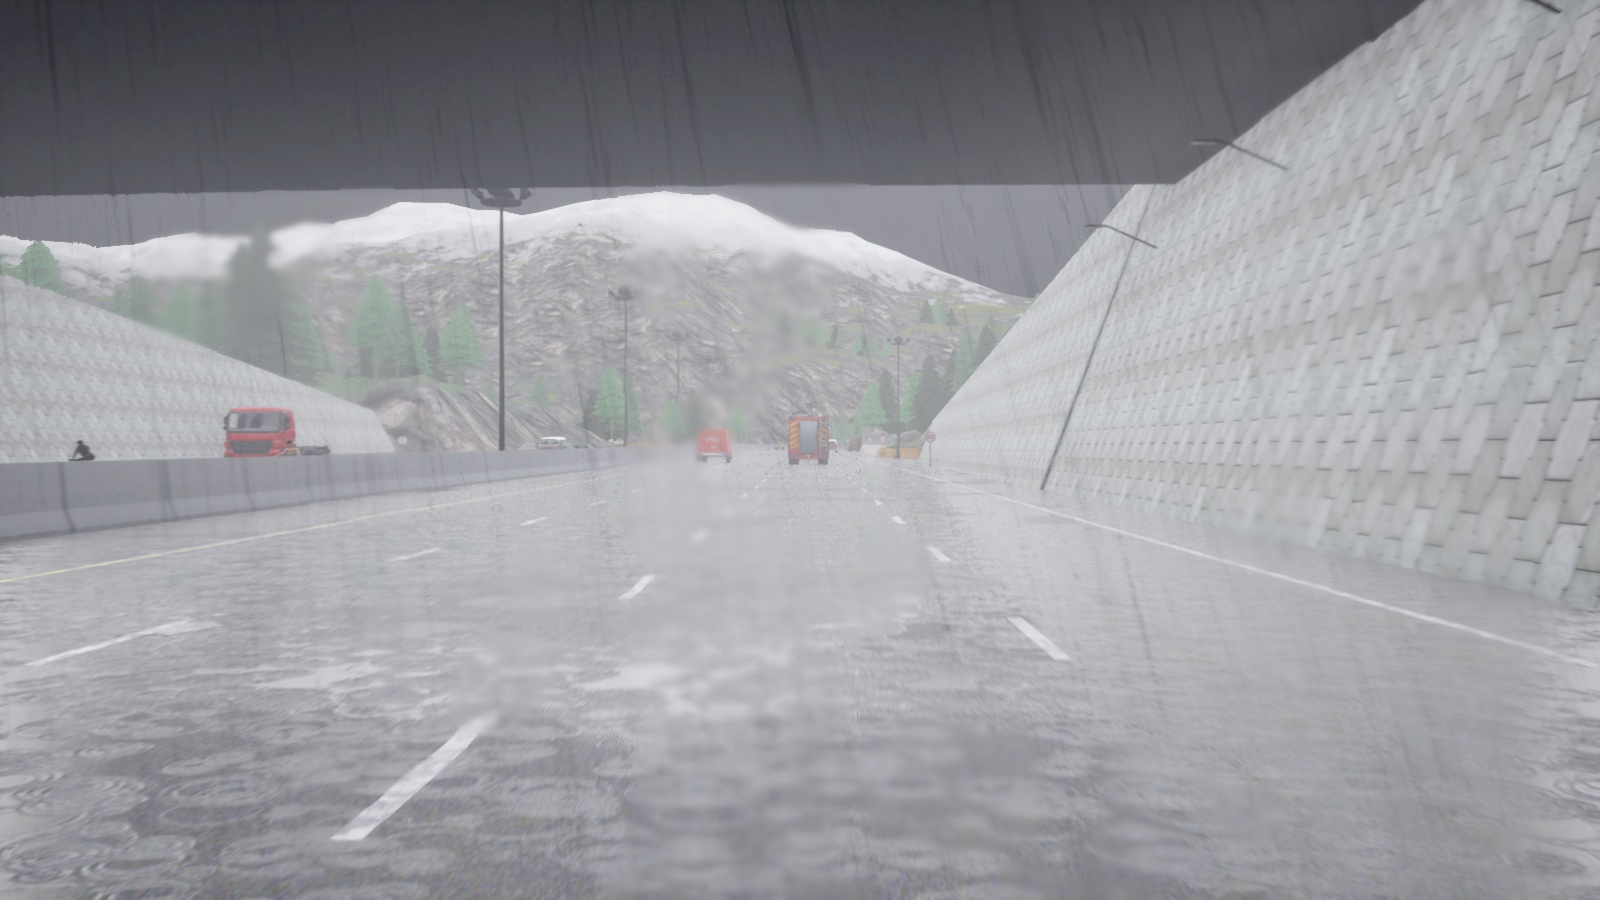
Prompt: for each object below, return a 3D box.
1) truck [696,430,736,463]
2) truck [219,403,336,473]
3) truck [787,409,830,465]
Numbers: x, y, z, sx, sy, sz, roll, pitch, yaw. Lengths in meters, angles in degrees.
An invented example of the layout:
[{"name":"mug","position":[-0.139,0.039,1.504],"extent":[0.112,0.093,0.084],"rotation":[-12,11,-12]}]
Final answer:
[{"name":"truck","position":[-6.354,-0.276,95.754],"extent":[2.627,2.467,5.204],"rotation":[0,1,0]},{"name":"truck","position":[-27.552,-0.629,66.668],"extent":[2.891,3.462,7.936],"rotation":[0,0,0]},{"name":"truck","position":[0.612,-0.923,90.628],"extent":[2.891,3.827,8.468],"rotation":[0,0,0]}]
